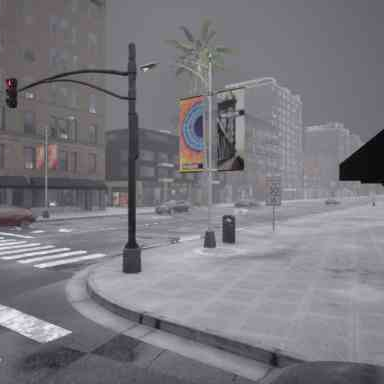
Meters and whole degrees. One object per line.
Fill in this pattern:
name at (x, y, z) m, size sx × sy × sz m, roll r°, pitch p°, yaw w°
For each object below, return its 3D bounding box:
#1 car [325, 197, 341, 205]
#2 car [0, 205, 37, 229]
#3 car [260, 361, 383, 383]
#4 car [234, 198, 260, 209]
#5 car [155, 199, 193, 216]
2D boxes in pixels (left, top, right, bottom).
car at (26.315, 1.710, 62.095) m, size 1.994 × 1.385 × 4.181 m, roll 0°, pitch 0°, yaw 35°
car at (-11.717, 1.534, 19.845) m, size 1.812 × 1.442 × 4.674 m, roll 0°, pitch 0°, yaw 38°
car at (2.171, 1.551, 1.302) m, size 4.403 × 1.369 × 2.008 m, roll 0°, pitch 0°, yaw 35°
car at (7.979, 1.622, 47.589) m, size 2.033 × 1.411 × 5.357 m, roll 0°, pitch 0°, yaw 36°
car at (-1.752, 1.543, 33.828) m, size 1.837 × 1.490 × 4.892 m, roll 0°, pitch 0°, yaw 35°
